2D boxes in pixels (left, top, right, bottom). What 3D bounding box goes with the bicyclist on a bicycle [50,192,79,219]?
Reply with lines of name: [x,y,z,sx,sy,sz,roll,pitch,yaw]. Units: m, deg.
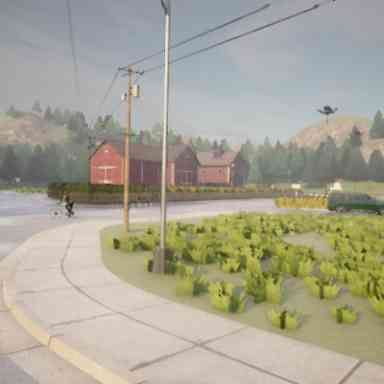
bicyclist on a bicycle: [-7.740,0.845,20.262,1.656,1.620,0.582,1,1,-22]

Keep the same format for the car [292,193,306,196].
car: [18.261,0.949,56.813,1.882,1.535,5.008,2,1,35]

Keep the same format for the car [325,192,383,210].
car: [14.758,1.081,29.273,5.566,2.045,2.150,2,3,19]
